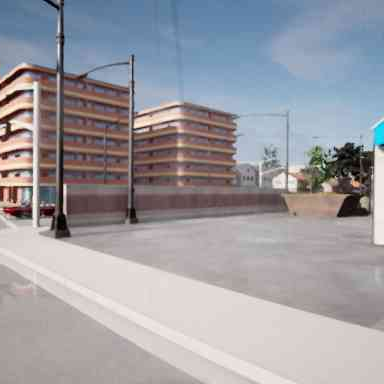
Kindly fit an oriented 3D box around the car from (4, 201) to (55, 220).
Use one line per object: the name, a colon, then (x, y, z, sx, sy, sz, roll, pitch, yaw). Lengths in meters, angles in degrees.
car: (-11.629, 1.351, 25.621, 4.718, 1.301, 1.895, 0, 0, -42)
